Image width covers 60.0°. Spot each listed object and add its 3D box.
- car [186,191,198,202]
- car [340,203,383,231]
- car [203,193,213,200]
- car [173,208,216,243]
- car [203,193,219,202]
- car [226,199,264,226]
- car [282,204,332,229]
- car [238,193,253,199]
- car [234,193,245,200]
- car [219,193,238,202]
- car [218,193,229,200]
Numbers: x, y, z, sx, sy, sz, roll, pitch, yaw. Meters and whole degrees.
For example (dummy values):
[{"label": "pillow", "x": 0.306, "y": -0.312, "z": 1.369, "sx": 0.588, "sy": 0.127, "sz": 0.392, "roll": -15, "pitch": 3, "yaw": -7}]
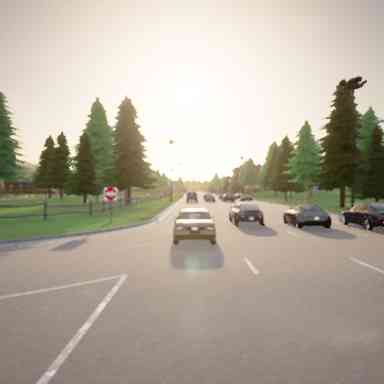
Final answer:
[{"label": "car", "x": 0.020, "y": 0.904, "z": 64.100, "sx": 2.150, "sy": 2.045, "sz": 5.566, "roll": 0, "pitch": 0, "yaw": 0}, {"label": "car", "x": 10.607, "y": 1.406, "z": 19.861, "sx": 1.837, "sy": 1.490, "sz": 4.892, "roll": 0, "pitch": 0, "yaw": 0}, {"label": "car", "x": 3.523, "y": 0.941, "z": 74.489, "sx": 1.882, "sy": 1.535, "sz": 5.008, "roll": 0, "pitch": 0, "yaw": 0}, {"label": "car", "x": 0.106, "y": 1.470, "z": 15.455, "sx": 2.033, "sy": 1.411, "sz": 5.357, "roll": 0, "pitch": 0, "yaw": 0}, {"label": "car", "x": 3.520, "y": 1.230, "z": 64.071, "sx": 2.033, "sy": 1.411, "sz": 5.357, "roll": 0, "pitch": 0, "yaw": 0}, {"label": "car", "x": 3.594, "y": 1.414, "z": 22.395, "sx": 1.812, "sy": 1.442, "sz": 4.674, "roll": 0, "pitch": 0, "yaw": 0}, {"label": "car", "x": 7.107, "y": 1.460, "z": 20.945, "sx": 1.994, "sy": 1.385, "sz": 4.181, "roll": 0, "pitch": 0, "yaw": 0}, {"label": "car", "x": 10.520, "y": 1.281, "z": 64.515, "sx": 1.895, "sy": 1.301, "sz": 4.718, "roll": 0, "pitch": 0, "yaw": 0}, {"label": "car", "x": 10.523, "y": 0.987, "z": 74.487, "sx": 1.812, "sy": 1.442, "sz": 4.674, "roll": 0, "pitch": 0, "yaw": 0}, {"label": "car", "x": 7.020, "y": 1.033, "z": 64.455, "sx": 2.097, "sy": 1.767, "sz": 4.553, "roll": 0, "pitch": 0, "yaw": 0}, {"label": "car", "x": 7.023, "y": 1.003, "z": 74.489, "sx": 2.033, "sy": 1.411, "sz": 5.357, "roll": 0, "pitch": 0, "yaw": 0}]
